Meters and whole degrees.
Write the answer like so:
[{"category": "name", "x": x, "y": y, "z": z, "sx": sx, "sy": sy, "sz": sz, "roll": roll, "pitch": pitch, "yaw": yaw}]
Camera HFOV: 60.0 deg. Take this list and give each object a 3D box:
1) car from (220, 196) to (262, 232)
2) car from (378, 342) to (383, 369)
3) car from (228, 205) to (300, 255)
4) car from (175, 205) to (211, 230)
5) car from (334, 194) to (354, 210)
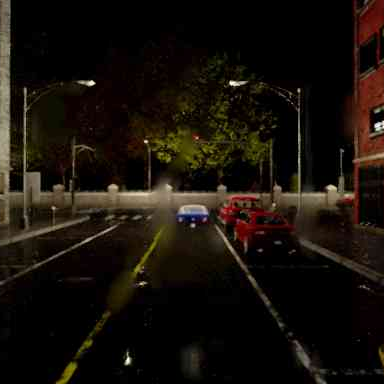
[{"category": "car", "x": 2.662, "y": 1.128, "z": 18.275, "sx": 2.192, "sy": 1.841, "sz": 5.009, "roll": 1, "pitch": 1, "yaw": 0}, {"category": "car", "x": 2.701, "y": 1.510, "z": 1.358, "sx": 1.752, "sy": 1.417, "sz": 4.829, "roll": 1, "pitch": 1, "yaw": 0}, {"category": "car", "x": 2.672, "y": 1.416, "z": 12.581, "sx": 1.887, "sy": 1.381, "sz": 4.507, "roll": 1, "pitch": 1, "yaw": 0}, {"category": "car", "x": 0.052, "y": 1.404, "z": 19.232, "sx": 1.895, "sy": 1.301, "sz": 4.718, "roll": 0, "pitch": 1, "yaw": 0}, {"category": "car", "x": 19.246, "y": 1.089, "z": 38.576, "sx": 5.009, "sy": 1.841, "sz": 2.192, "roll": 0, "pitch": -1, "yaw": 0}]
